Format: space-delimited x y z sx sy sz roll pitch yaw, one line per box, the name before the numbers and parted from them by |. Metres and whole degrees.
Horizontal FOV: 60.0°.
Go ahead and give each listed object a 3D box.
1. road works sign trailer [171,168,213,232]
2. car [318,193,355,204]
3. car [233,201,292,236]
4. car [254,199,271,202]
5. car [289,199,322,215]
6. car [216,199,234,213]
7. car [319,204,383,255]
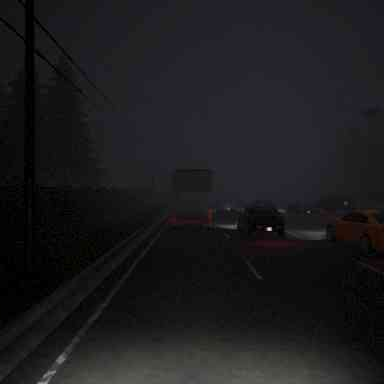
road works sign trailer | 0.000 0.417 19.541 2.380 3.560 2.880 0 0 0
car | 14.099 1.143 33.216 2.150 2.045 5.566 0 0 0
car | 3.601 1.462 17.895 1.837 1.490 4.892 0 0 0
car | 7.099 1.410 33.981 2.128 1.511 4.902 0 0 0
car | 10.599 1.524 32.475 1.895 1.301 4.718 0 0 0
car | 3.586 1.442 35.055 1.812 1.442 4.674 0 0 0
car | 7.100 1.446 13.252 1.882 1.535 5.008 0 0 0
